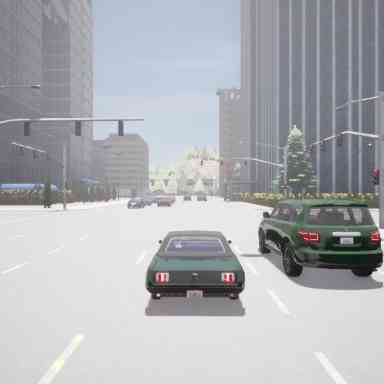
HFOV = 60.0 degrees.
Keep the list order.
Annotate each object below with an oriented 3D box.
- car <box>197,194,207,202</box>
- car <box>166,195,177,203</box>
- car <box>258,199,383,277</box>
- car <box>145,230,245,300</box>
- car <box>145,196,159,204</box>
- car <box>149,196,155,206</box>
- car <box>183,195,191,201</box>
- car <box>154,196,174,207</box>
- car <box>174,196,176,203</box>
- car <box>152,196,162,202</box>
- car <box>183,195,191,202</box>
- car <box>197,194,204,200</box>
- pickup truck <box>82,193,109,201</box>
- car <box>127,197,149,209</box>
[{"bbox_3d":[2.402,1.348,78.831,2.097,1.767,4.553,0,0,-1],"label":"car"},{"bbox_3d":[-4.509,1.524,72.399,2.128,1.511,4.902,0,0,-1],"label":"car"},{"bbox_3d":[3.589,1.221,10.395,2.150,2.045,5.566,0,0,0],"label":"car"},{"bbox_3d":[0.077,1.601,8.367,1.895,1.301,4.718,0,0,0],"label":"car"},{"bbox_3d":[-7.949,1.491,66.215,2.128,1.511,4.902,0,0,0],"label":"car"},{"bbox_3d":[-7.862,1.526,56.009,1.812,1.442,4.674,0,0,-1],"label":"car"},{"bbox_3d":[-1.238,1.540,88.917,2.033,1.411,5.357,0,0,-1],"label":"car"},{"bbox_3d":[-4.301,1.478,51.839,1.882,1.535,5.008,0,0,-1],"label":"car"},{"bbox_3d":[-4.419,1.601,61.945,1.895,1.301,4.718,0,0,0],"label":"car"},{"bbox_3d":[-8.065,1.588,76.395,1.895,1.301,4.718,0,0,-1],"label":"car"},{"bbox_3d":[-1.094,1.500,78.563,1.837,1.490,4.892,0,0,-1],"label":"car"},{"bbox_3d":[2.259,1.386,89.111,1.882,1.535,5.008,0,0,-1],"label":"car"},{"bbox_3d":[-21.147,1.059,73.429,2.390,2.098,6.274,0,0,30],"label":"pickup truck"},{"bbox_3d":[-7.796,1.491,46.754,2.128,1.511,4.902,0,0,1],"label":"car"}]
